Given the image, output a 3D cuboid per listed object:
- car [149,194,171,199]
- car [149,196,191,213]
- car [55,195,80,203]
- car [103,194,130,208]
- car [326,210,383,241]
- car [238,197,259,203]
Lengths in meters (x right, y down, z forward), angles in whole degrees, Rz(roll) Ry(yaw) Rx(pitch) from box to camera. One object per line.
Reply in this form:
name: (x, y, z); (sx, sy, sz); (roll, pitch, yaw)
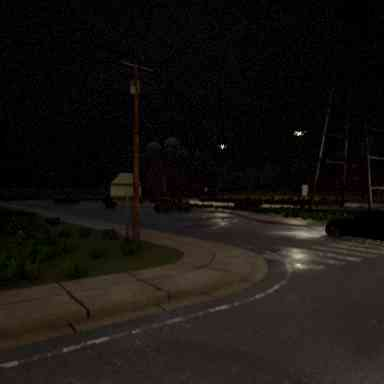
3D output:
car: (-5.808, 1.238, 62.671); (4.605, 1.855, 1.932); (0, 0, -36)
car: (-2.096, 1.462, 36.072); (4.193, 1.474, 1.816); (0, 0, -36)
car: (-24.777, 1.440, 66.177); (4.611, 1.667, 2.242); (0, 0, -36)
car: (-10.505, 1.271, 46.626); (3.866, 1.878, 1.905); (0, 0, -36)
car: (8.102, 1.491, 14.561); (1.812, 1.442, 4.674); (1, 0, -25)
car: (7.592, 1.448, 44.621); (3.905, 1.438, 1.784); (0, 0, -36)
